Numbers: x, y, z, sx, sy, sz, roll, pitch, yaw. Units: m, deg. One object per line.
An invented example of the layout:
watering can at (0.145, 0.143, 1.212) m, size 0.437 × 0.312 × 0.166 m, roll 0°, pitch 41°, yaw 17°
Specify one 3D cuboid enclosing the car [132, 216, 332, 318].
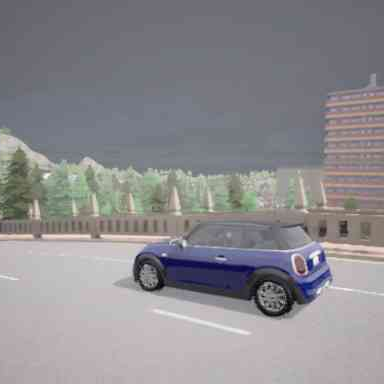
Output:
car at (0.709, 1.421, 7.786) m, size 4.553 × 1.767 × 2.097 m, roll -2°, pitch -1°, yaw 36°
